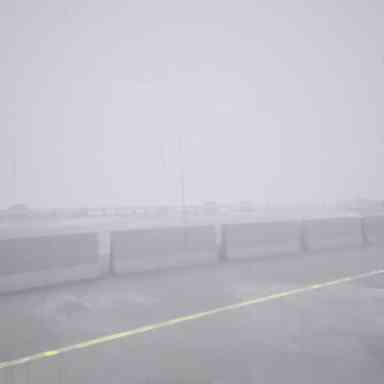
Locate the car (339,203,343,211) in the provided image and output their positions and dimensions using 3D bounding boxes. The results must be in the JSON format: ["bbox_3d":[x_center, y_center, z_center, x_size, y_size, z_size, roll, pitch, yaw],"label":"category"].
[{"bbox_3d":[19.062,1.478,37.975,4.892,1.490,1.837,0,0,-22],"label":"car"}]

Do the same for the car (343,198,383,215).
[{"bbox_3d":[18.446,1.525,33.954,5.357,1.411,2.033,0,0,-24],"label":"car"}]
